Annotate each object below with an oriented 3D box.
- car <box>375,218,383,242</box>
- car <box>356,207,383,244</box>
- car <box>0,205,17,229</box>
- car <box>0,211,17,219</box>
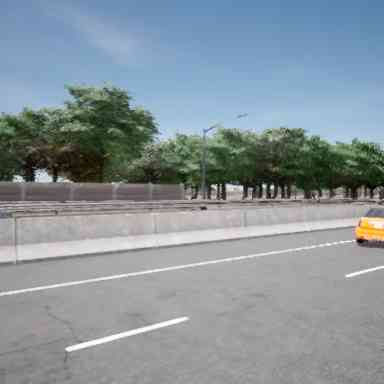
[{"bbox_3d":[7.243,1.520,9.031,5.008,1.535,1.882,0,0,-35],"label":"car"},{"bbox_3d":[9.330,1.414,14.816,4.553,1.767,2.097,0,0,-35],"label":"car"},{"bbox_3d":[-13.700,1.550,20.014,5.357,1.411,2.033,0,0,-35],"label":"car"},{"bbox_3d":[-9.641,1.550,14.312,5.357,1.411,2.033,0,0,-35],"label":"car"}]
